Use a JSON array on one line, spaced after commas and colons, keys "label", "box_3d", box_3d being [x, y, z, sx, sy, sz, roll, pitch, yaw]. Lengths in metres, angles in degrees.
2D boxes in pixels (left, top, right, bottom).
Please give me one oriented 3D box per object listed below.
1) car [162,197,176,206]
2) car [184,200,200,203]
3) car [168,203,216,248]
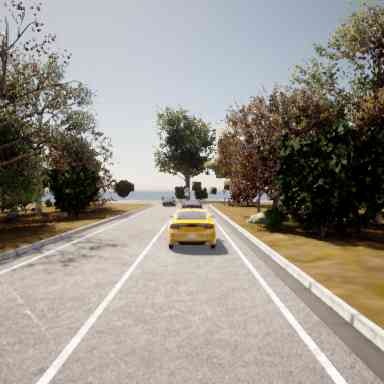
[{"label": "car", "box_3d": [-3.500, 1.525, 51.649, 2.033, 1.411, 5.357, 0, 0, 0]}, {"label": "car", "box_3d": [0.000, 1.441, 29.649, 1.882, 1.535, 5.008, 0, 0, 0]}, {"label": "car", "box_3d": [0.000, 1.464, 14.649, 1.882, 1.535, 5.008, 0, 0, 0]}]
